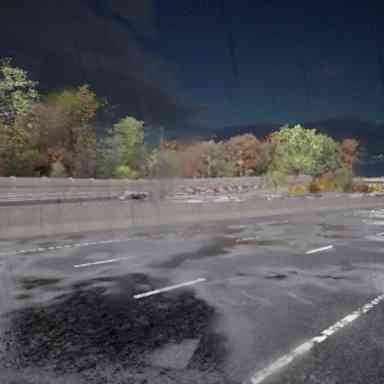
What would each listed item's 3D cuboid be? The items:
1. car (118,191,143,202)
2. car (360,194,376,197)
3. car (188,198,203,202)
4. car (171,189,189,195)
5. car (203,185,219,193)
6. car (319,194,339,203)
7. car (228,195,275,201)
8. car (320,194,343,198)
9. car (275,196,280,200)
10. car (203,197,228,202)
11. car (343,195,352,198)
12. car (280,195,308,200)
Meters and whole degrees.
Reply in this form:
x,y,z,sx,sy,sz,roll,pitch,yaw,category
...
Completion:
x,y,z,sx,sy,sz,roll,pitch,yaw,category
-8.822,0.596,48.114,1.812,1.442,4.674,0,1,24,car
31.141,1.136,59.055,4.553,1.767,2.097,0,0,-43,car
1.696,1.332,41.019,4.718,1.301,1.895,0,0,-43,car
-2.261,0.224,63.232,1.882,1.535,5.008,0,2,25,car
4.472,-0.603,77.181,2.150,2.045,5.566,0,2,26,car
26.489,1.221,64.283,4.892,1.490,1.837,0,0,-43,car
6.476,1.140,35.904,4.553,1.767,2.097,0,1,-43,car
19.481,1.260,48.125,5.008,1.535,1.882,0,0,-43,car
14.880,1.229,53.403,4.892,1.490,1.837,0,1,-43,car
3.802,1.285,38.196,4.674,1.442,1.812,0,0,-43,car
27.767,1.263,60.686,4.902,1.511,2.128,0,0,-43,car
15.829,1.301,49.498,5.357,1.411,2.033,0,0,-43,car
